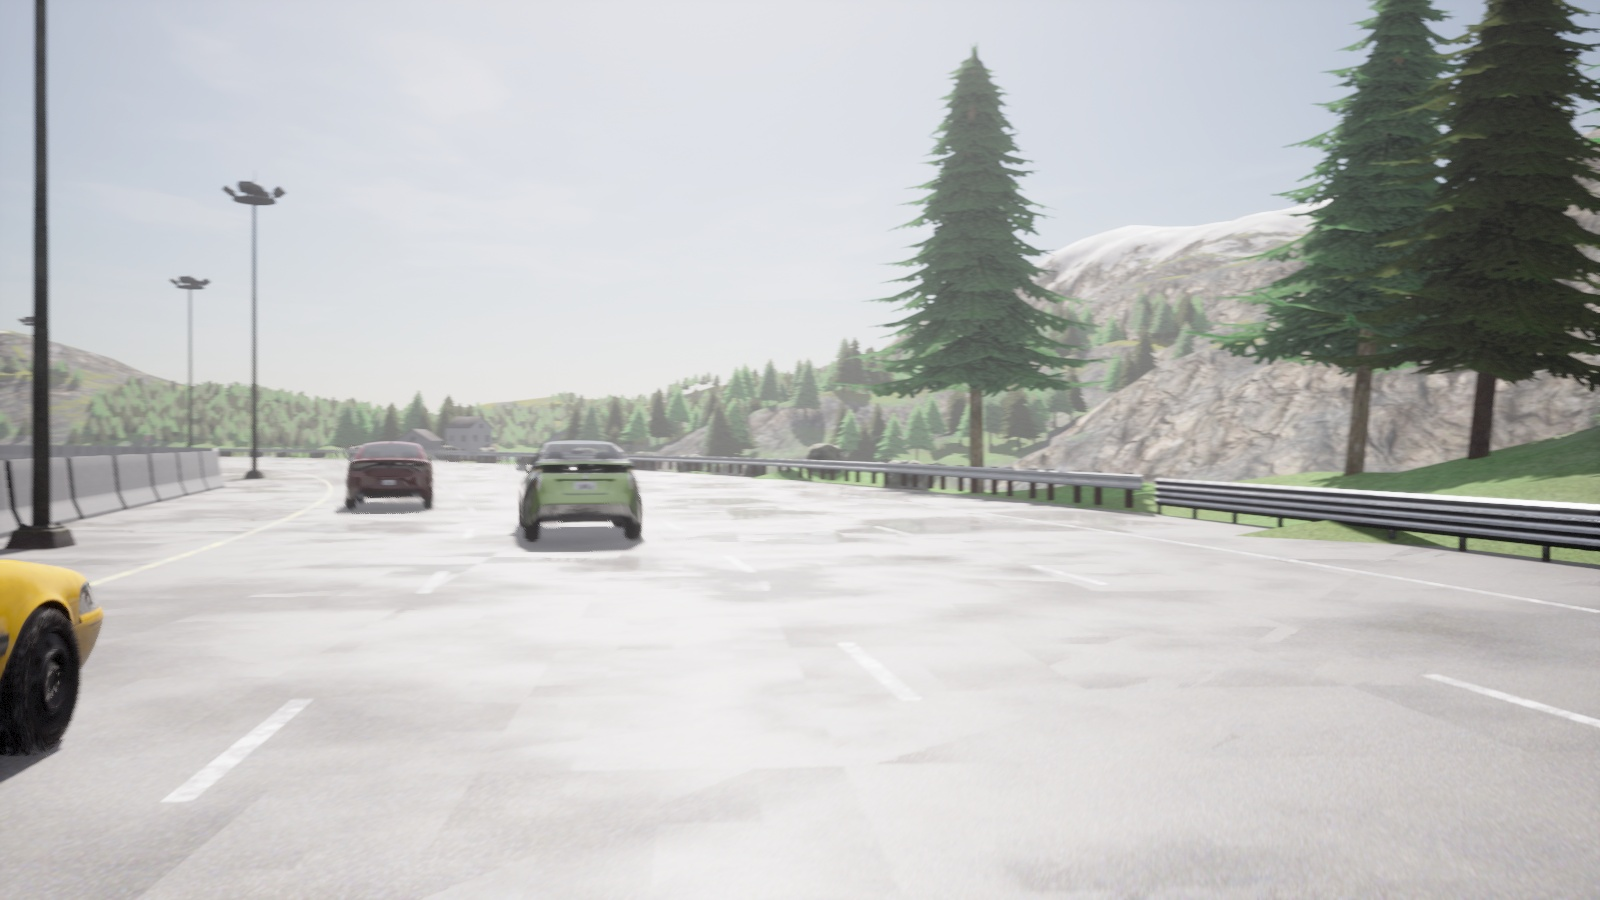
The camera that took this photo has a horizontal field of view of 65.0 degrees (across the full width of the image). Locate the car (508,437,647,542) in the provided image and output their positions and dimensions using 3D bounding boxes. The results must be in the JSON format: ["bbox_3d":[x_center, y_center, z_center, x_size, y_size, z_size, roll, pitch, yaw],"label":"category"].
[{"bbox_3d":[-3.780,0.566,20.721,2.007,1.525,4.514,0,0,-13],"label":"car"}]

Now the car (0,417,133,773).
[{"bbox_3d":[-4.272,0.648,4.258,1.801,1.575,5.366,0,0,-8],"label":"car"}]

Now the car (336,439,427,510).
[{"bbox_3d":[-9.860,0.526,29.867,1.882,1.535,5.008,0,0,-17],"label":"car"}]
